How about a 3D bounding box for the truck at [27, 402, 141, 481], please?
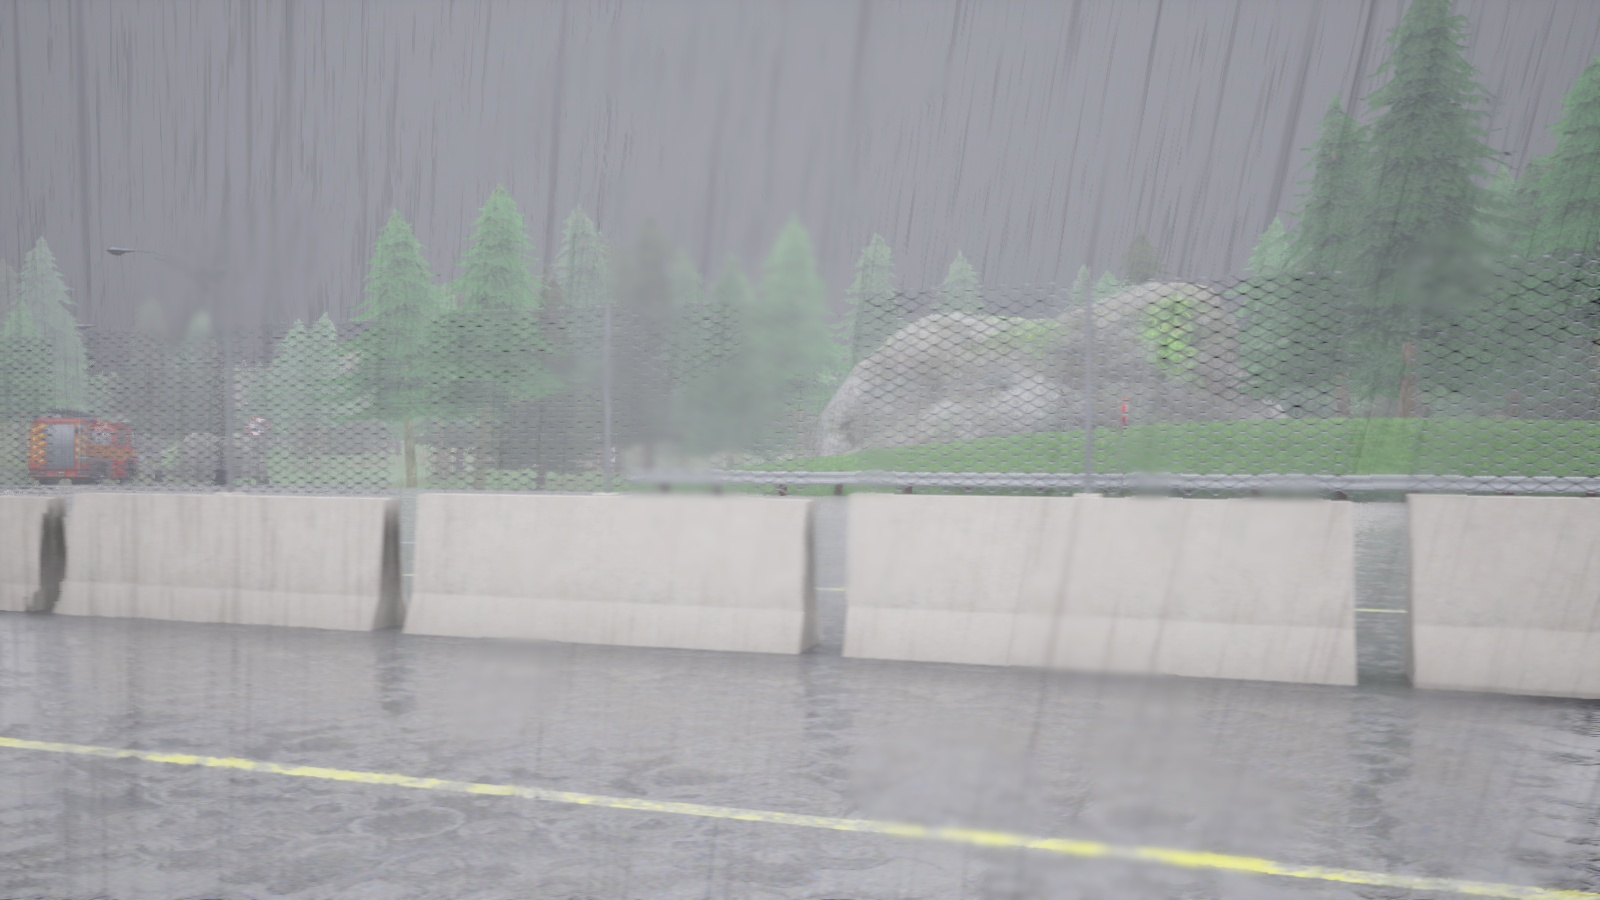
[{"bbox_3d":[-37.404,-0.320,65.992,2.891,3.827,8.468,0,-2,-13],"label":"truck"}]
